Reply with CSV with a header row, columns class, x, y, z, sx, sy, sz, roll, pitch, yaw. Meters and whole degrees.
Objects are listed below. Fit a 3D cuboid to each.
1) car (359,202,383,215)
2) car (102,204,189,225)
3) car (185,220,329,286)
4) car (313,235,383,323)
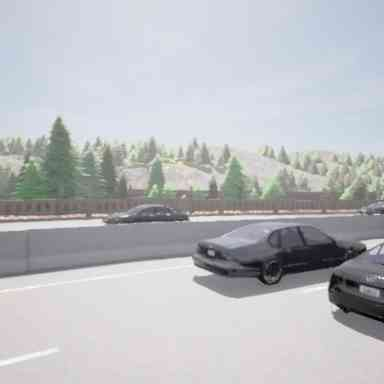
class,x,y,z,sx,sy,sz,roll,pitch,yaw
car,18.181,1.659,31.434,4.902,1.511,2.128,1,0,-17
car,-2.527,1.467,18.661,4.892,1.490,1.837,1,0,-29
car,2.644,1.556,9.397,5.357,1.411,2.033,0,0,-30
car,4.610,1.589,6.414,4.181,1.385,1.994,0,0,-30
